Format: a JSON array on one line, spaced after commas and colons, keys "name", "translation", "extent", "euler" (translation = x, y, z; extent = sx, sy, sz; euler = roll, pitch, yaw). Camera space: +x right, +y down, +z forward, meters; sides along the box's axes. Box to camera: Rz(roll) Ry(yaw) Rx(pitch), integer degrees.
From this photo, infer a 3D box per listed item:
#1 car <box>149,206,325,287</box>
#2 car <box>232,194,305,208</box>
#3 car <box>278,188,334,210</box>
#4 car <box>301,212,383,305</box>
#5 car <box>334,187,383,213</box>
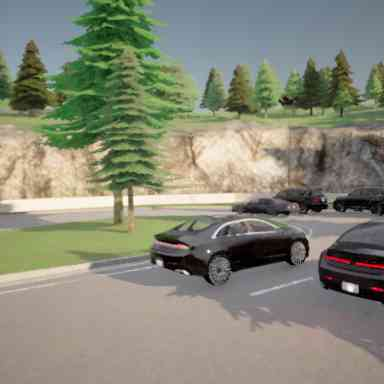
[{"name": "car", "translation": [1.211, 1.359, 9.040], "extent": [4.902, 1.511, 2.128], "euler": [-2, 1, -36]}, {"name": "car", "translation": [5.546, 1.129, 25.663], "extent": [2.033, 1.411, 5.357], "euler": [-1, 1, -44]}, {"name": "car", "translation": [8.338, 0.731, 27.541], "extent": [2.150, 2.045, 5.566], "euler": [0, 0, -39]}, {"name": "car", "translation": [4.706, 1.337, 7.180], "extent": [4.892, 1.490, 1.837], "euler": [-2, 1, -36]}, {"name": "car", "translation": [13.571, 0.666, 25.616], "extent": [2.150, 2.045, 5.566], "euler": [-1, 0, -23]}]
